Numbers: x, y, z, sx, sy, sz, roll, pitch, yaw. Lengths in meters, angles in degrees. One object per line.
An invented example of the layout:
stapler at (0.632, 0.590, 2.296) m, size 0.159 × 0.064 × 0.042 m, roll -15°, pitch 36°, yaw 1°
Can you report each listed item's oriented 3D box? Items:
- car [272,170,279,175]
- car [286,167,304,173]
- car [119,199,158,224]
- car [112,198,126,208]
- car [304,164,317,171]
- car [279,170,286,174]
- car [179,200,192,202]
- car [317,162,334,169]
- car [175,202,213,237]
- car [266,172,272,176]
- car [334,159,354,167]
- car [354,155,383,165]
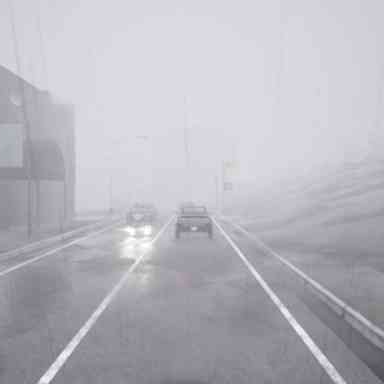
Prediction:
car at (21.242, -4.429, 79.194) m, size 2.185 × 1.767 × 4.553 m, roll 0°, pitch 1°, yaw -1°
car at (21.486, -4.299, 68.028) m, size 2.185 × 1.767 × 4.553 m, roll 0°, pitch 1°, yaw -1°
car at (-3.645, 1.511, 24.720) m, size 2.128 × 1.511 × 4.902 m, roll 0°, pitch 0°, yaw -1°
car at (-13.713, 2.261, 64.840) m, size 2.150 × 2.045 × 5.566 m, roll 0°, pitch -2°, yaw -34°
car at (21.726, -4.042, 57.091) m, size 2.231 × 1.521 × 4.892 m, roll 0°, pitch 1°, yaw -1°
car at (21.366, -4.197, 73.521) m, size 2.002 × 1.452 × 4.674 m, roll 0°, pitch 1°, yaw -1°
car at (-0.868, 1.699, 41.358) m, size 2.128 × 1.511 × 4.902 m, roll 0°, pitch -1°, yaw -9°
car at (21.855, -3.963, 51.574) m, size 2.231 × 1.521 × 4.892 m, roll 0°, pitch 1°, yaw -1°
car at (0.098, 1.488, 17.896) m, size 2.128 × 1.511 × 4.902 m, roll 0°, pitch 0°, yaw 0°
car at (21.122, -4.489, 84.713) m, size 2.185 × 1.767 × 4.553 m, roll 0°, pitch 1°, yaw -1°
car at (22.089, -3.827, 46.032) m, size 2.002 × 1.452 × 4.674 m, roll 0°, pitch 1°, yaw -3°
car at (22.442, -3.765, 40.495) m, size 2.097 × 1.535 × 5.008 m, roll 0°, pitch 1°, yaw -4°
